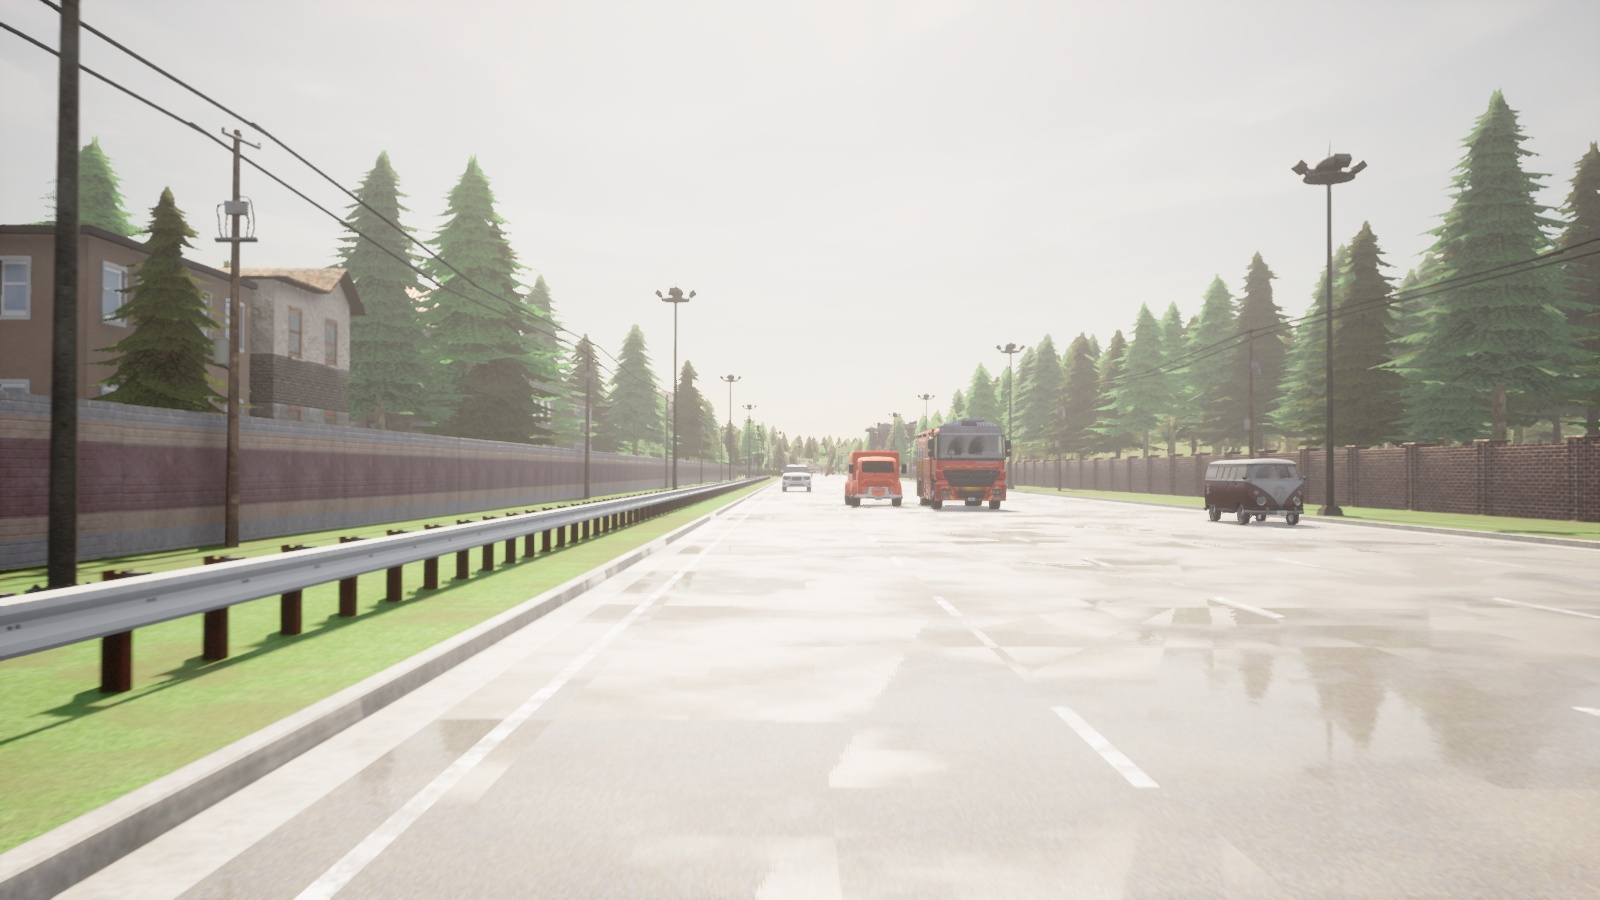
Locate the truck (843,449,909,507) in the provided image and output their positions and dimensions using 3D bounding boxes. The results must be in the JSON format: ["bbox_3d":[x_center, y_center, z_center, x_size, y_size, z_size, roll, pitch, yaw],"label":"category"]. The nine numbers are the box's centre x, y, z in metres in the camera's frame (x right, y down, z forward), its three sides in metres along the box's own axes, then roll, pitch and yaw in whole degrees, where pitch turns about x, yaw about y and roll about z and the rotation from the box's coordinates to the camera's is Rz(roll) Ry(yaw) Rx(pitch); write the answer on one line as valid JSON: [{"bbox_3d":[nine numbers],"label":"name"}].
[{"bbox_3d":[3.363,1.257,56.484,2.627,2.467,5.204,0,-1,0],"label":"truck"}]

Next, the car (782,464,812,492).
[{"bbox_3d":[-0.229,2.118,94.930,2.150,2.045,5.566,0,-1,0],"label":"car"}]

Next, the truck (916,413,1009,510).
[{"bbox_3d":[6.866,0.528,54.197,2.891,3.827,8.468,0,-1,0],"label":"truck"}]

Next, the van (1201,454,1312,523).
[{"bbox_3d":[13.907,1.157,38.545,1.775,1.987,4.442,0,-1,0],"label":"van"}]
